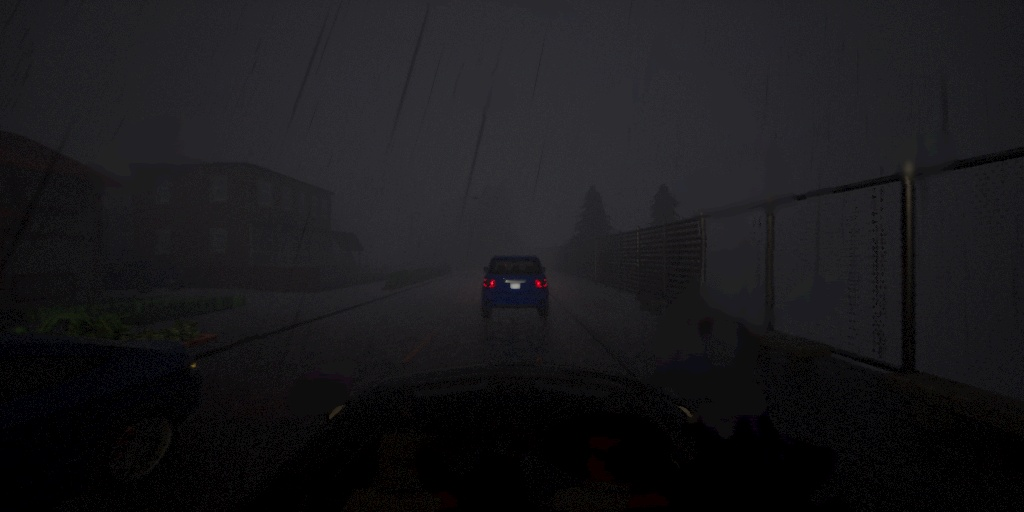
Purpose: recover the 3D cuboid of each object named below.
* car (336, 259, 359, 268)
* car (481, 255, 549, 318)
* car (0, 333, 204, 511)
[{"bbox_3d":[-22.642,1.168,47.607,4.553,1.767,2.097,0,0,0],"label":"car"},{"bbox_3d":[0.099,0.989,13.288,2.150,2.045,5.566,0,0,0],"label":"car"},{"bbox_3d":[-4.101,1.276,1.834,1.812,1.442,4.674,0,0,0],"label":"car"}]
